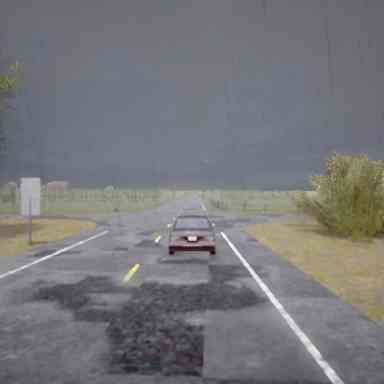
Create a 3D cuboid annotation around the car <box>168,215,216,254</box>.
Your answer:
[{"bbox_3d":[0.012,1.674,13.972,2.033,1.411,5.357,0,0,0],"label":"car"}]
